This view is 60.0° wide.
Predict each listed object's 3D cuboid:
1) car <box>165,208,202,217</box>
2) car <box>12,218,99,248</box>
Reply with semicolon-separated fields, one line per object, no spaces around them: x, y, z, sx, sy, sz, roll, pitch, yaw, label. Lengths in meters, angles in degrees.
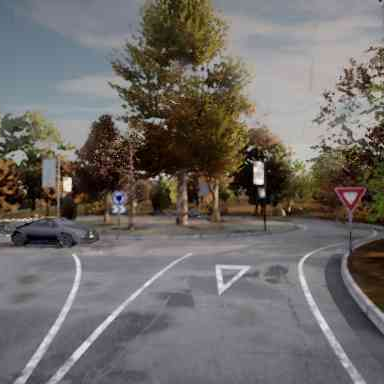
-1.305;3.008;49.254;5.357;1.411;2.033;0;-2;10;car
-6.895;2.011;16.884;4.181;1.385;1.994;0;-2;15;car
